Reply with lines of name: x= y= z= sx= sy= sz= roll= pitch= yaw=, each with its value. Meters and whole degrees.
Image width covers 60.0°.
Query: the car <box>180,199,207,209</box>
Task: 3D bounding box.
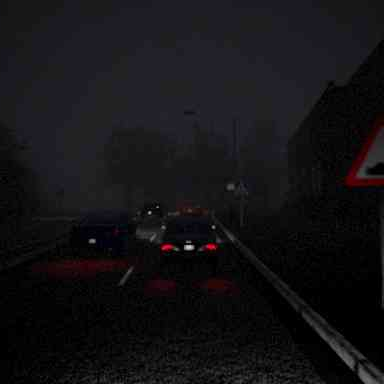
car: x=0.028 y=1.375 z=30.210 sx=1.882 sy=1.535 sz=5.008 roll=-1 pitch=1 yaw=5

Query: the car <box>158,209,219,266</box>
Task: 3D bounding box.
car: x=-0.118 y=1.557 z=11.598 sx=2.033 sy=1.411 sz=5.357 roll=0 pitch=0 yaw=-1

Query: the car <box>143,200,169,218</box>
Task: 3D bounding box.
car: x=-3.274 y=1.441 z=29.622 sx=1.837 sy=1.490 sz=4.892 roll=-1 pitch=0 yaw=4

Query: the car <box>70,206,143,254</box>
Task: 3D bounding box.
car: x=-3.407 y=1.489 z=13.719 sx=1.882 sy=1.535 sz=5.008 roll=0 pitch=0 yaw=-1
